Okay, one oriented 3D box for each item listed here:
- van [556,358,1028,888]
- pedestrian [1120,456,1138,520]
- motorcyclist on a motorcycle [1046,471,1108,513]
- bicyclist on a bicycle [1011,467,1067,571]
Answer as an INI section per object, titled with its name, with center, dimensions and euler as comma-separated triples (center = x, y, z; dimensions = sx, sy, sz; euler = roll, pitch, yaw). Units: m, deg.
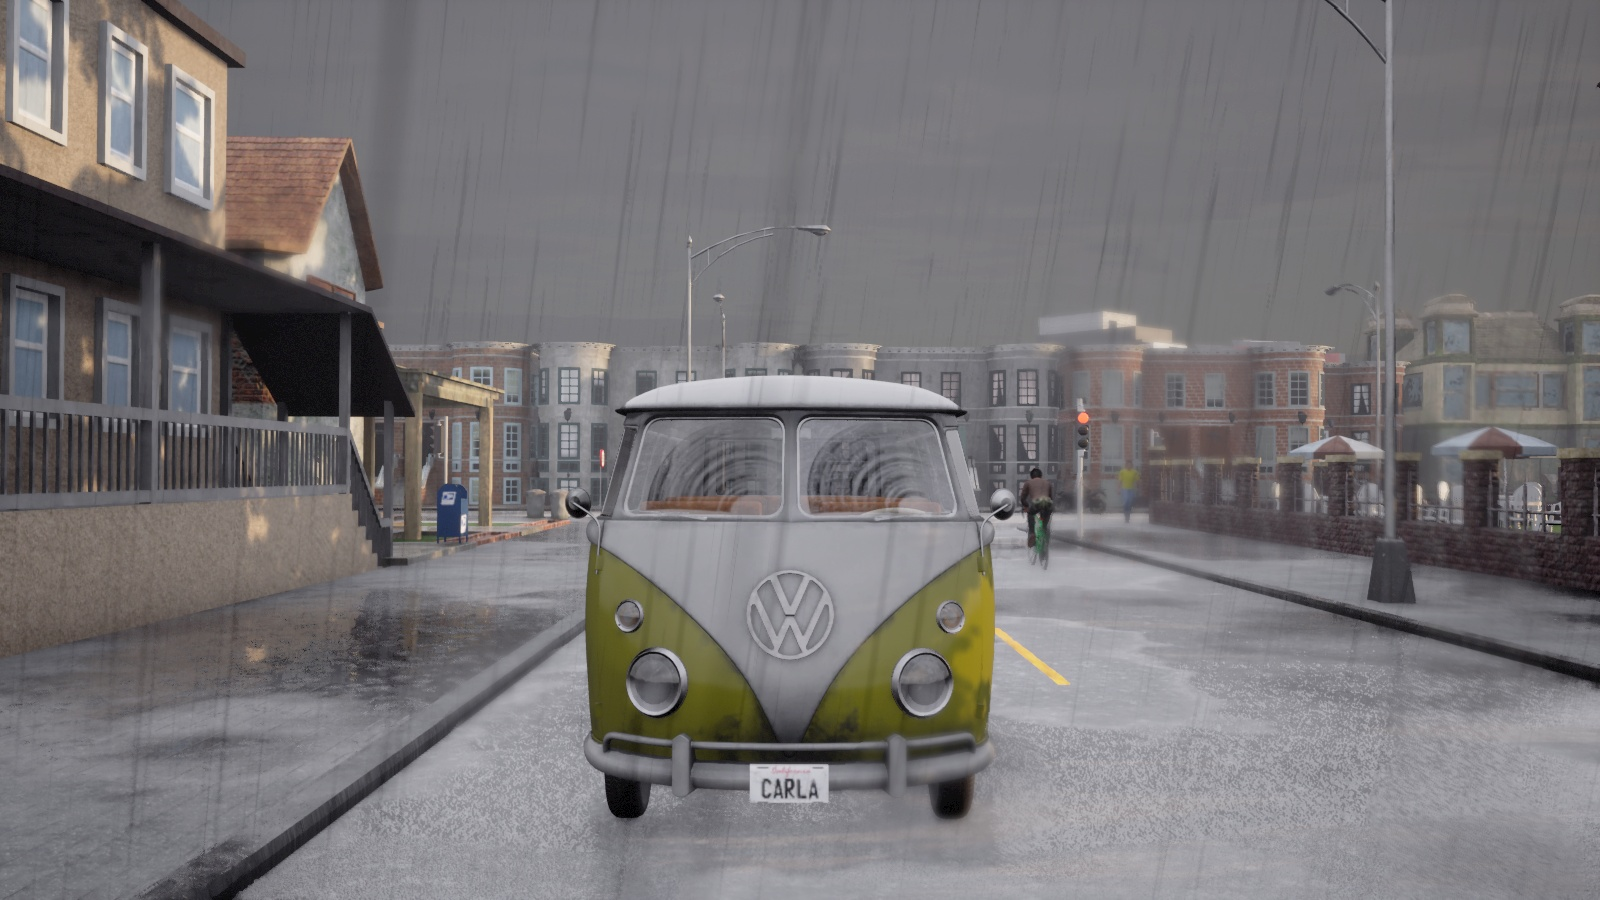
[van]
center = -0.043, 0.684, 6.958
dimensions = 1.775, 1.987, 4.442
euler = 0, -1, 0
[pedestrian]
center = 9.454, 1.091, 36.115
dimensions = 0.354, 1.836, 0.706
euler = 0, -1, 3
[motorcyclist on a motorcycle]
center = 10.037, 1.520, 45.573
dimensions = 2.044, 1.523, 0.797
euler = 0, -1, 0
[bicyclist on a bicycle]
center = 3.888, 1.095, 20.530
dimensions = 0.582, 1.620, 1.656
euler = 0, 0, 0
